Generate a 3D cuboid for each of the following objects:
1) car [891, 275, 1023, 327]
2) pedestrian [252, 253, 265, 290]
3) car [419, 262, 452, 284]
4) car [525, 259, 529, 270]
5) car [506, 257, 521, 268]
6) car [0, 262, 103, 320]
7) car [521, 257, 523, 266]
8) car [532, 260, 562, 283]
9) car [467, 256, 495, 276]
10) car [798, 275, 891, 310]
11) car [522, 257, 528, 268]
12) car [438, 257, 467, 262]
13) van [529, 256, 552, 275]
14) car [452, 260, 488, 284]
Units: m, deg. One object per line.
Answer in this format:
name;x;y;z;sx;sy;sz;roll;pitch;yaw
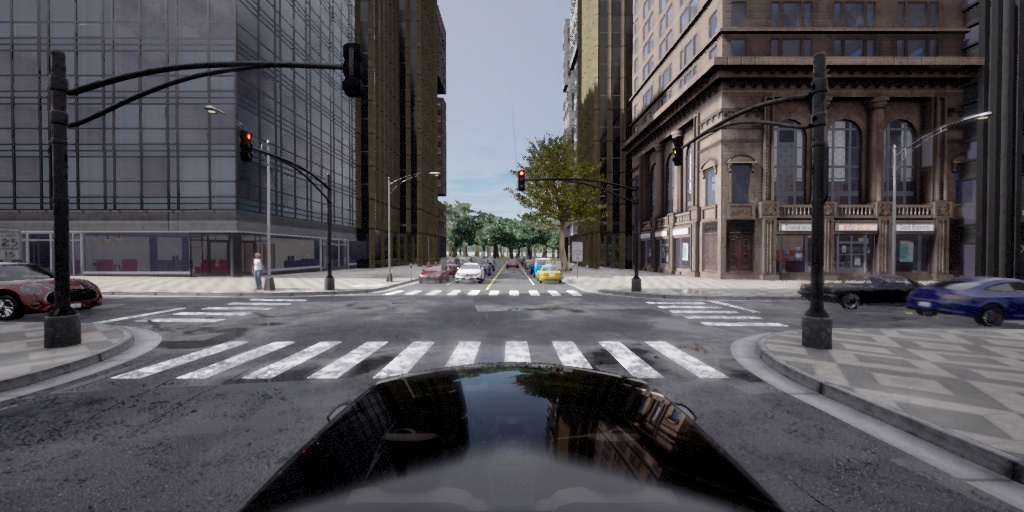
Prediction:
car;15.621;1.412;11.577;4.674;1.442;1.812;0;1;0
pedestrian;-12.521;0.742;17.756;0.375;1.860;0.375;0;0;0
car;-5.760;1.312;26.926;1.802;1.307;4.207;0;0;0
car;2.767;1.277;38.294;1.948;1.339;4.313;0;0;0
car;0.107;1.224;58.252;1.994;1.385;4.181;0;0;0
car;-16.270;0.991;11.518;4.553;1.767;2.097;1;1;0
car;2.769;1.215;55.332;1.888;1.381;4.507;0;0;0
car;2.765;1.255;27.104;1.751;1.417;4.829;0;0;0
car;-3.094;1.067;36.050;2.097;1.767;4.553;0;0;0
car;14.711;1.444;14.777;4.718;1.301;1.895;0;1;0
car;2.768;1.210;49.823;1.751;1.417;4.829;0;0;0
car;-5.759;1.036;32.607;2.192;1.841;5.009;0;0;0
van;2.766;1.062;32.614;1.690;1.789;3.998;0;0;0
car;-3.094;1.255;27.170;1.812;1.442;4.674;0;0;0
